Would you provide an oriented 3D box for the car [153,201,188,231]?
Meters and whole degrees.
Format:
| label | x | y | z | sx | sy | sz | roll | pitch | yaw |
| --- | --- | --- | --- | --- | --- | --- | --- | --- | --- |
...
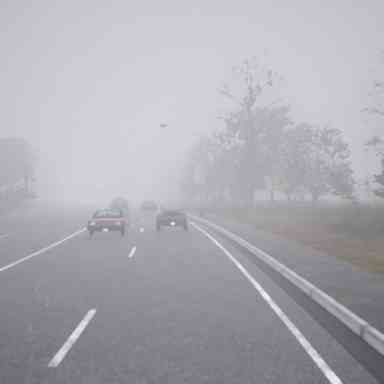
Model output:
| label | x | y | z | sx | sy | sz | roll | pitch | yaw |
| --- | --- | --- | --- | --- | --- | --- | --- | --- | --- |
| car | -1.379 | 1.517 | 21.041 | 1.837 | 1.490 | 4.892 | 0 | 0 | -7 |

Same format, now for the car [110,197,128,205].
| label | x | y | z | sx | sy | sz | roll | pitch | yaw |
| --- | --- | --- | --- | --- | --- | --- | --- | --- | --- |
| car | -8.968 | 1.379 | 40.816 | 2.097 | 1.767 | 4.553 | 0 | 0 | -15 |

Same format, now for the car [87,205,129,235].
| label | x | y | z | sx | sy | sz | roll | pitch | yaw |
| --- | --- | --- | --- | --- | --- | --- | --- | --- | --- |
| car | -4.606 | 1.615 | 18.914 | 1.895 | 1.301 | 4.718 | 0 | 0 | -7 |

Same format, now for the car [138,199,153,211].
| label | x | y | z | sx | sy | sz | roll | pitch | yaw |
| --- | --- | --- | --- | --- | --- | --- | --- | --- | --- |
| car | -5.605 | 1.591 | 41.784 | 1.994 | 1.385 | 4.181 | 0 | 0 | -15 |
